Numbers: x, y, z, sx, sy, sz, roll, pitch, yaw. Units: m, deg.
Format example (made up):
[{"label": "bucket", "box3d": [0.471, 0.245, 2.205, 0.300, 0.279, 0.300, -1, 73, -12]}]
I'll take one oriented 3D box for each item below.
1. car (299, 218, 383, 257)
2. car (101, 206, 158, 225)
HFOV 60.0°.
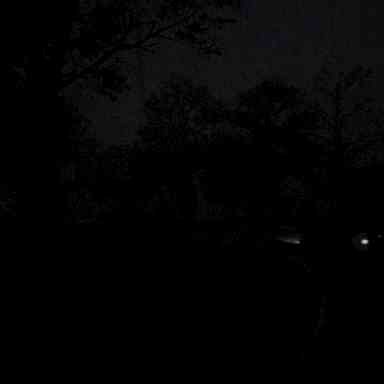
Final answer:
[{"label": "car", "box3d": [6.179, 1.805, 14.159, 1.994, 1.385, 4.181, 0, -1, -4]}, {"label": "car", "box3d": [-5.330, 1.997, 28.200, 5.008, 1.535, 1.882, -2, -2, 20]}]
